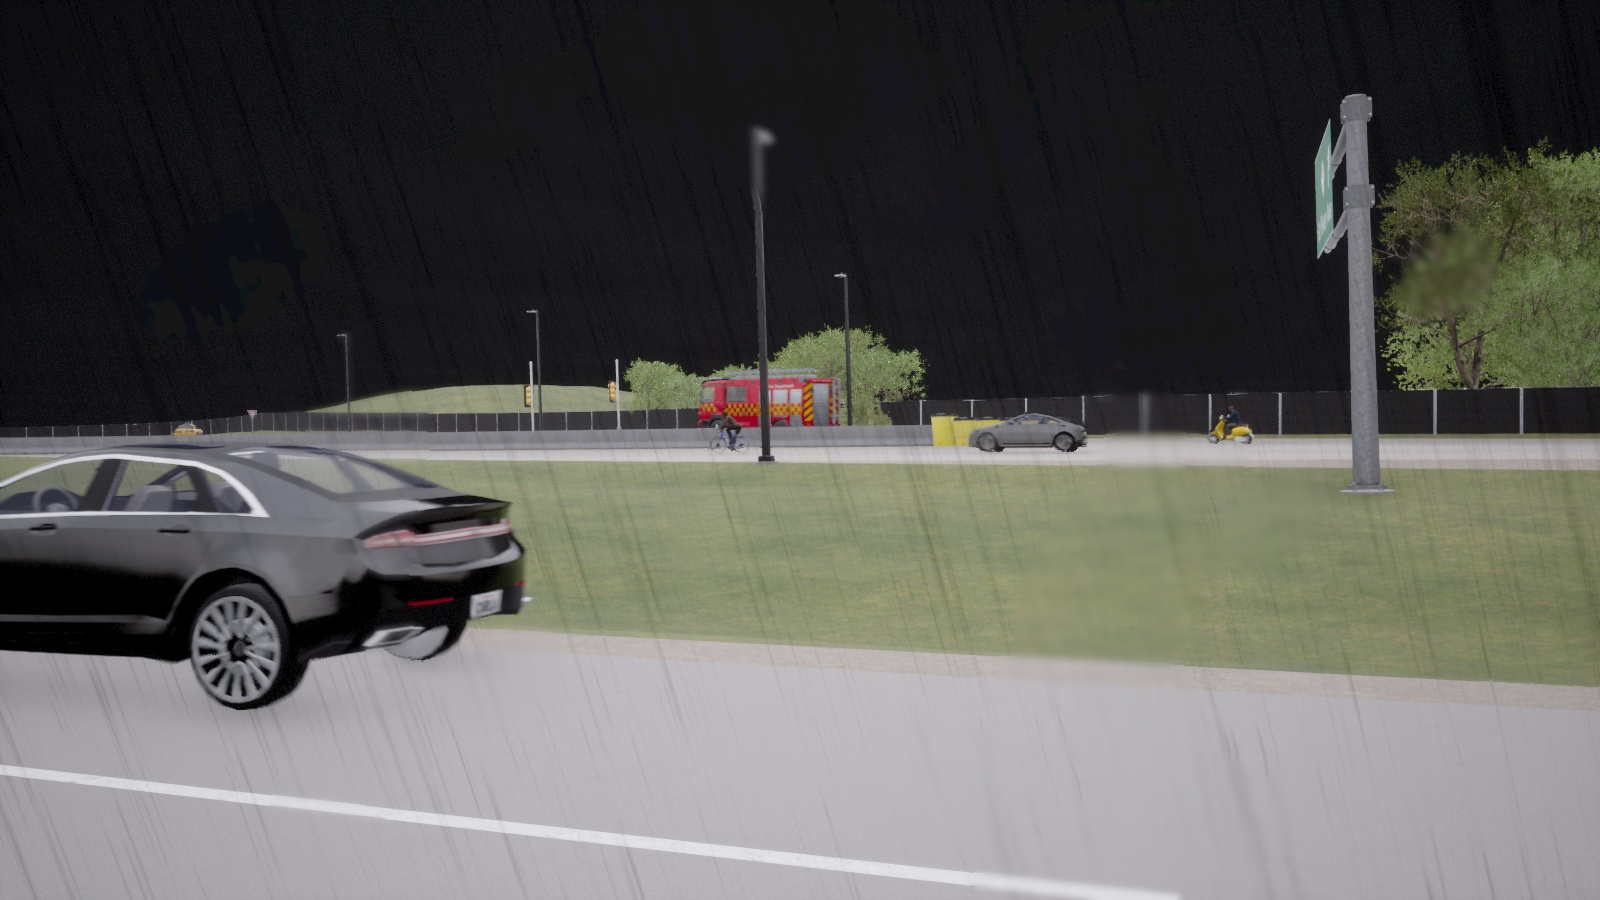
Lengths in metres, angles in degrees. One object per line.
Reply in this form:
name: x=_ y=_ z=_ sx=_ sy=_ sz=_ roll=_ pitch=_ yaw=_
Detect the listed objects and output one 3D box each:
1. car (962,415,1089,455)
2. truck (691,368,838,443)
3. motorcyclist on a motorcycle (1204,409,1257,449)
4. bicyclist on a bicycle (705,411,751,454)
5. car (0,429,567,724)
car: x=8.048 y=-0.540 z=44.697 sx=4.181 sy=1.385 sz=1.994 roll=0 pitch=1 yaw=19
truck: x=-2.028 y=-2.389 z=68.291 sx=8.468 sy=3.827 sz=2.891 roll=1 pitch=2 yaw=45
motorcyclist on a motorcycle: x=17.449 y=-0.870 z=50.928 sx=1.817 sy=1.590 sz=0.866 roll=1 pitch=2 yaw=39
bicyclist on a bicycle: x=-2.772 y=-0.668 z=48.466 sx=1.656 sy=1.620 sz=0.582 roll=0 pitch=1 yaw=19
car: x=-4.244 y=0.630 z=8.305 sx=4.902 sy=1.511 sz=2.128 roll=1 pitch=1 yaw=19
